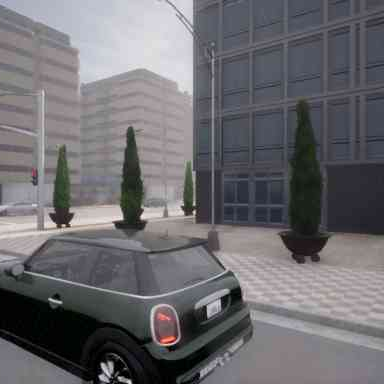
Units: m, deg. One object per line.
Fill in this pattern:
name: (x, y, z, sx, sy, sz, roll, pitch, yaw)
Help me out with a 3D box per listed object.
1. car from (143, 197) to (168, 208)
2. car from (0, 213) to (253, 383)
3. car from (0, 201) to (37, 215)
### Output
car: (-5.556, 1.560, 48.079, 1.837, 1.490, 4.892, 0, 0, 35)
car: (-1.477, 1.352, 5.047, 4.553, 1.767, 2.097, 0, 0, 35)
car: (-16.887, 1.581, 31.939, 1.812, 1.442, 4.674, 0, 0, 34)
